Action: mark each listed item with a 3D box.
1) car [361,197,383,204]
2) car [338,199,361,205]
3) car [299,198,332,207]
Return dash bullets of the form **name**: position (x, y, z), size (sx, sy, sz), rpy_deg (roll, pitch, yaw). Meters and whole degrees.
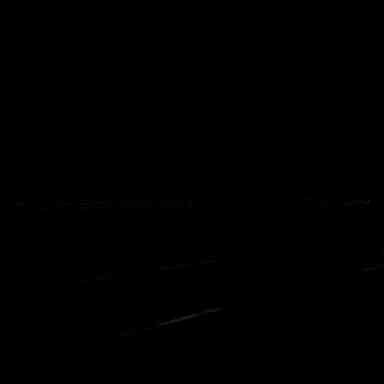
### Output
- **car**: position (20.559, 1.583, 35.840), size (4.181, 1.385, 1.994), rpy_deg (0, 0, -35)
- **car**: position (18.791, 1.545, 38.877), size (4.674, 1.442, 1.812), rpy_deg (0, 0, -35)
- **car**: position (17.357, 1.569, 46.431), size (5.357, 1.411, 2.033), rpy_deg (0, 0, -35)
